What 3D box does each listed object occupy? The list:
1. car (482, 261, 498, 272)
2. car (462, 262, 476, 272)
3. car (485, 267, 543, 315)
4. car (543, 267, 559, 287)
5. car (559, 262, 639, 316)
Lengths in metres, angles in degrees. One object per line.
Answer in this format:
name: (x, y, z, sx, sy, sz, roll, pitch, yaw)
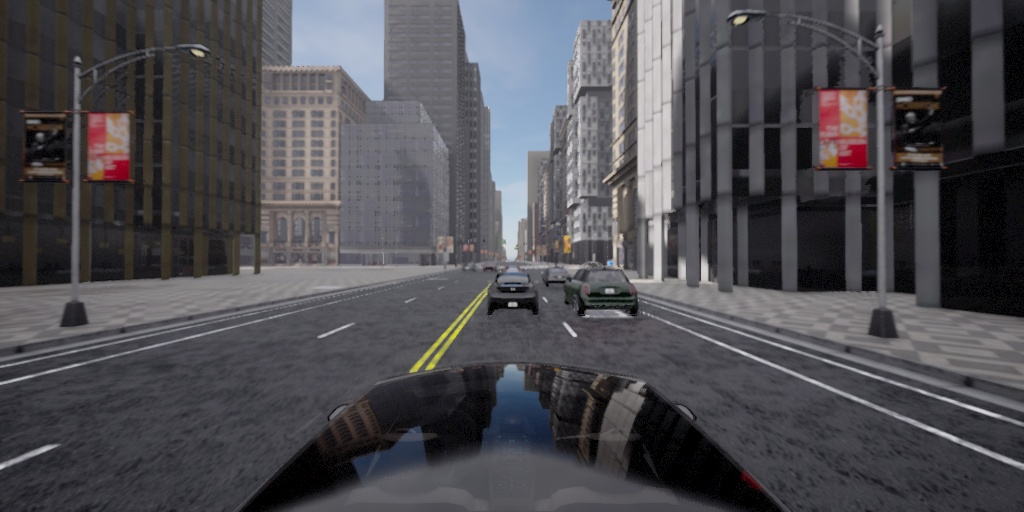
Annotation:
car: (-3.333, 1.552, 54.895, 2.097, 1.767, 4.553, 0, 0, 0)
car: (-6.580, 1.695, 55.269, 2.128, 1.511, 4.902, 0, -1, 0)
car: (0.045, 1.363, 14.251, 1.837, 1.490, 4.892, 0, 0, 0)
car: (3.272, 1.513, 27.045, 2.033, 1.411, 5.357, 0, 0, 1)
car: (3.295, 1.208, 14.145, 2.097, 1.767, 4.553, 0, -1, 1)
